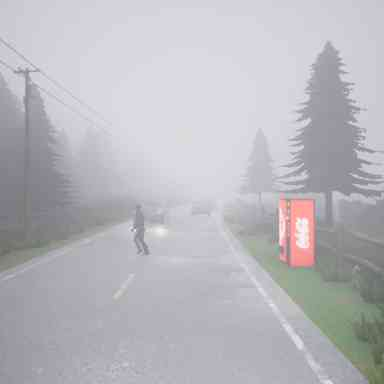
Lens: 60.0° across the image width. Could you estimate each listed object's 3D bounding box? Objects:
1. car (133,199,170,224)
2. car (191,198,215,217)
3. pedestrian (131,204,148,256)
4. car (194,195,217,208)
[{"bbox_3d":[-2.886,1.351,24.355,2.097,1.767,4.553,0,0,3],"label":"car"},{"bbox_3d":[0.934,1.547,31.872,2.033,1.411,5.357,0,0,4],"label":"car"},{"bbox_3d":[-1.831,1.294,11.635,0.375,1.860,0.375,0,0,0],"label":"pedestrian"},{"bbox_3d":[2.085,1.351,44.946,2.097,1.767,4.553,0,0,10],"label":"car"}]
